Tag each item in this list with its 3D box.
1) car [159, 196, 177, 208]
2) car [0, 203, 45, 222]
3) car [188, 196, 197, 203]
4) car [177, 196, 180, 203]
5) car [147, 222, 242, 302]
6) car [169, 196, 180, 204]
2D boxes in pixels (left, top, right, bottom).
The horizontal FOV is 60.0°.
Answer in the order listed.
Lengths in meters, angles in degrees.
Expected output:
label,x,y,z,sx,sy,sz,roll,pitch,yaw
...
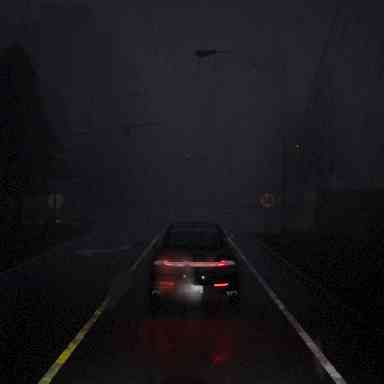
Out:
label,x,y,z,sx,sy,sz,roll,pitch,yaw
car,-3.524,1.525,46.841,1.812,1.442,4.674,0,0,0
car,-13.623,1.579,25.710,4.181,1.385,1.994,0,0,-1
car,0.091,1.490,69.472,2.128,1.511,4.902,0,0,0
car,-3.512,1.477,56.490,1.882,1.535,5.008,0,0,0
car,0.065,1.491,8.242,2.128,1.511,4.902,0,0,1
car,-3.433,1.563,67.119,1.994,1.385,4.181,0,0,1
